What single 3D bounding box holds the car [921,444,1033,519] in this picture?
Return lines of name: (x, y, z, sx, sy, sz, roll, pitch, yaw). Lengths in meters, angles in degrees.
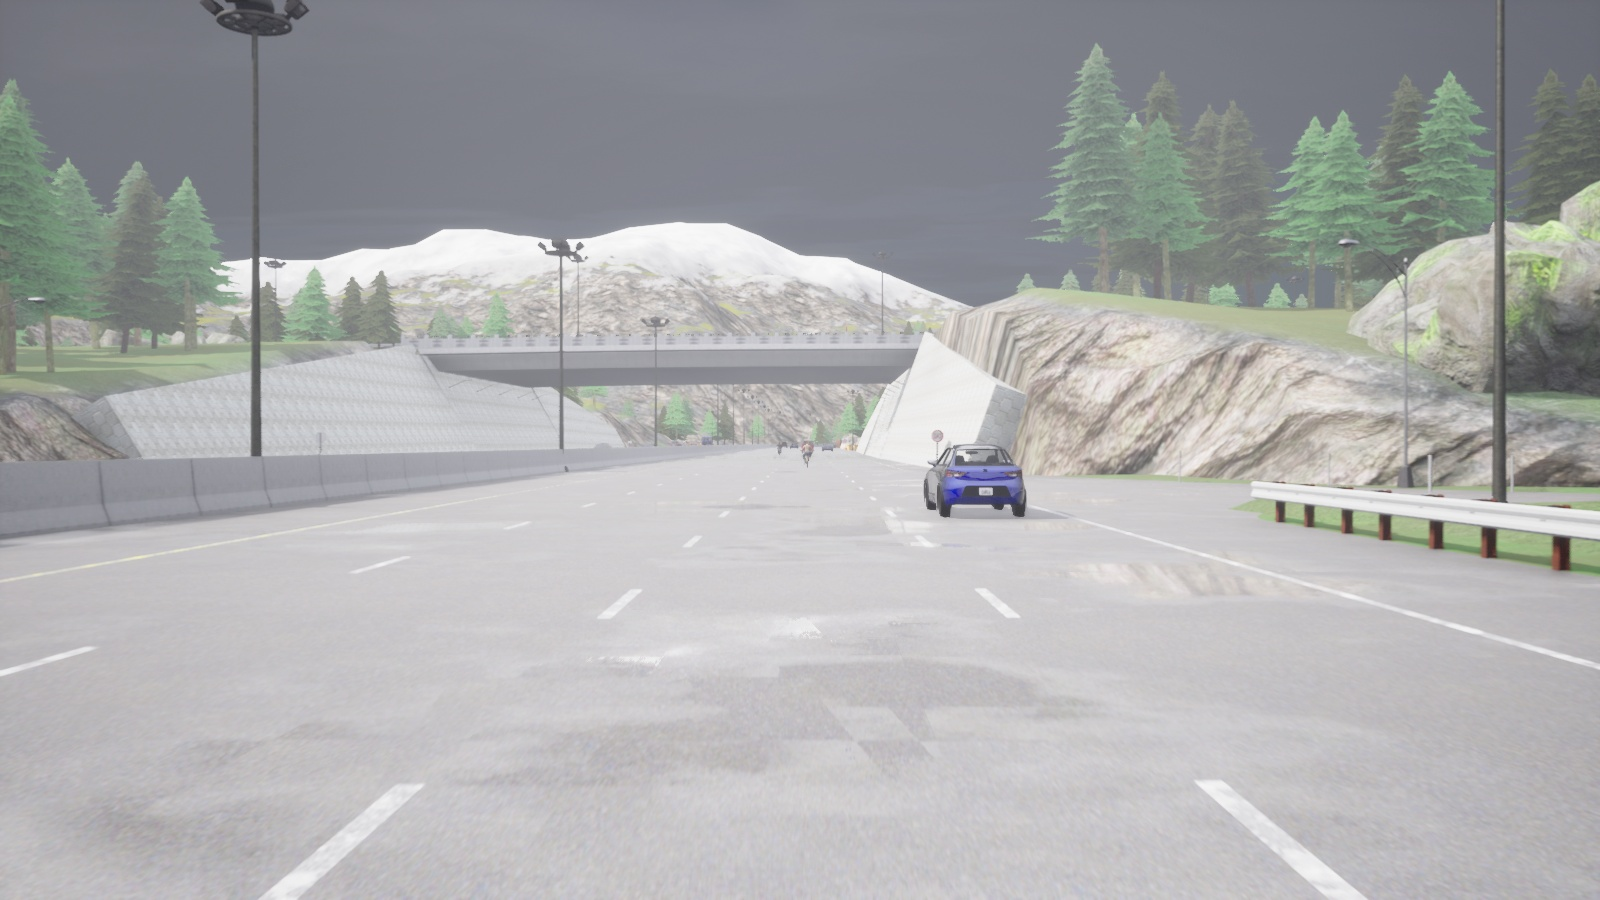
car: (3.667, 0.612, 26.750, 1.816, 1.474, 4.193, 0, 0, 0)
